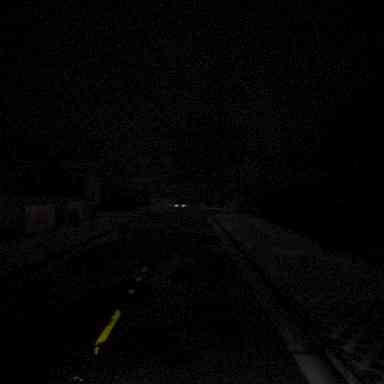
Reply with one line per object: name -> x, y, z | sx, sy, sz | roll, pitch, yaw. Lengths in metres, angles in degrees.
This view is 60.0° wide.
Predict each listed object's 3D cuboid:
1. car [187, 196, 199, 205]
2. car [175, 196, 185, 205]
car -> 0.000, 2.030, 81.799 | 2.150, 2.045, 5.566 | 0, -1, 1
car -> -2.756, 1.956, 76.809 | 2.150, 2.045, 5.566 | 0, -1, 0
